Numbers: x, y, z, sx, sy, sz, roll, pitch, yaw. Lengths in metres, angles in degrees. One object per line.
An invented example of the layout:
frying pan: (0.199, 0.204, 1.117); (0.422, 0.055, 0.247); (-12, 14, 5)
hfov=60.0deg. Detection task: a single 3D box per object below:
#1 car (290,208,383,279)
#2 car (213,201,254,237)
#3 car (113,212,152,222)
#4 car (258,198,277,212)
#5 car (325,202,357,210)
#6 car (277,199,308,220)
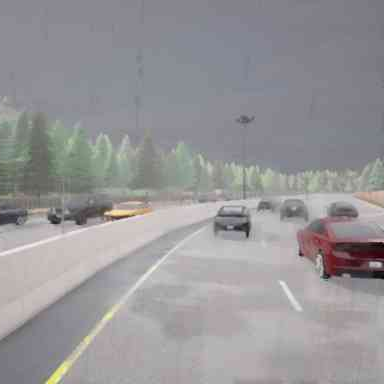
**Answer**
car: (4.426, 1.485, 9.948); (1.882, 1.535, 5.008); (0, 0, 7)
car: (2.300, 1.471, 18.174); (2.128, 1.511, 4.902); (0, 0, 11)
car: (-4.127, 1.411, 22.385); (1.882, 1.535, 5.008); (0, 0, 14)
car: (8.768, 1.487, 38.025); (1.837, 1.490, 4.892); (0, 0, 23)
car: (11.481, 1.526, 25.560); (1.837, 1.490, 4.892); (0, 0, 18)
car: (8.499, 1.351, 27.585); (2.097, 1.767, 4.553); (0, 0, 18)
